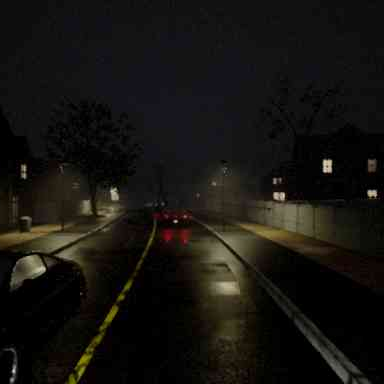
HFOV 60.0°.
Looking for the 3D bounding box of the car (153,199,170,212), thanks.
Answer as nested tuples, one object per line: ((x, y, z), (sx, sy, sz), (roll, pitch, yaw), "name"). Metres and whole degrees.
((-3.975, 1.678, 43.395), (2.097, 1.767, 4.553), (0, -1, -10), "car")

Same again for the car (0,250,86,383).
((-2.967, 1.571, 4.669), (1.994, 1.385, 4.181), (0, 0, -2), "car")

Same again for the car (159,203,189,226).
((-1.305, 1.707, 24.496), (1.895, 1.301, 4.718), (0, 0, -6), "car")
